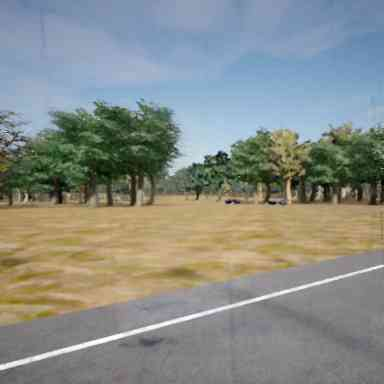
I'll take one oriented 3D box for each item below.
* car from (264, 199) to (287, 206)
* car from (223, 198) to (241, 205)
[{"bbox_3d":[16.891,2.153,67.339,1.895,1.301,4.718,2,-2,-35],"label":"car"},{"bbox_3d":[9.328,2.191,78.291,1.882,1.535,5.008,2,-2,-35],"label":"car"}]
